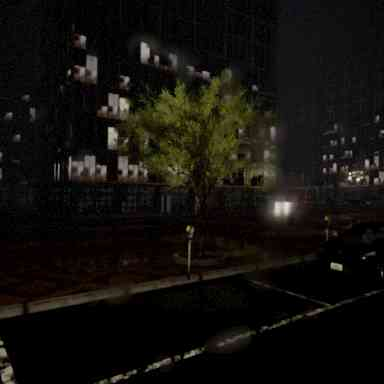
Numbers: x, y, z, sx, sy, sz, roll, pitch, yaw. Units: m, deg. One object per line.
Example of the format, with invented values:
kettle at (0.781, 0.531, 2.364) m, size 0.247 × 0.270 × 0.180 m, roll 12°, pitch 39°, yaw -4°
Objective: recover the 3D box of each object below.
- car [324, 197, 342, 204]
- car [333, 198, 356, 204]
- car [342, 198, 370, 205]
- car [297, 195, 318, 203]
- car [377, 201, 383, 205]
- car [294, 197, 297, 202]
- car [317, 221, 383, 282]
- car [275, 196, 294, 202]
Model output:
car at (27.683, 1.651, 64.566) m, size 1.967 × 1.590 × 4.097 m, roll 1°, pitch -1°, yaw -20°
car at (33.142, 1.943, 72.550) m, size 2.008 × 1.369 × 4.403 m, roll 1°, pitch -1°, yaw -20°
car at (29.610, 1.727, 59.316) m, size 2.008 × 1.369 × 4.403 m, roll 1°, pitch -1°, yaw -20°
car at (29.286, 1.776, 83.055) m, size 2.192 × 1.841 × 5.009 m, roll 1°, pitch -1°, yaw -20°
car at (36.943, 1.849, 62.207) m, size 1.752 × 1.417 × 4.829 m, roll 1°, pitch -1°, yaw -20°
car at (27.353, 2.078, 88.303) m, size 1.802 × 1.307 × 4.206 m, roll 1°, pitch -1°, yaw -20°
car at (5.566, 1.568, 9.832) m, size 4.313 × 1.339 × 1.947 m, roll 0°, pitch 1°, yaw -34°
car at (21.897, 1.755, 80.313) m, size 1.967 × 1.590 × 4.097 m, roll 1°, pitch -1°, yaw -20°
